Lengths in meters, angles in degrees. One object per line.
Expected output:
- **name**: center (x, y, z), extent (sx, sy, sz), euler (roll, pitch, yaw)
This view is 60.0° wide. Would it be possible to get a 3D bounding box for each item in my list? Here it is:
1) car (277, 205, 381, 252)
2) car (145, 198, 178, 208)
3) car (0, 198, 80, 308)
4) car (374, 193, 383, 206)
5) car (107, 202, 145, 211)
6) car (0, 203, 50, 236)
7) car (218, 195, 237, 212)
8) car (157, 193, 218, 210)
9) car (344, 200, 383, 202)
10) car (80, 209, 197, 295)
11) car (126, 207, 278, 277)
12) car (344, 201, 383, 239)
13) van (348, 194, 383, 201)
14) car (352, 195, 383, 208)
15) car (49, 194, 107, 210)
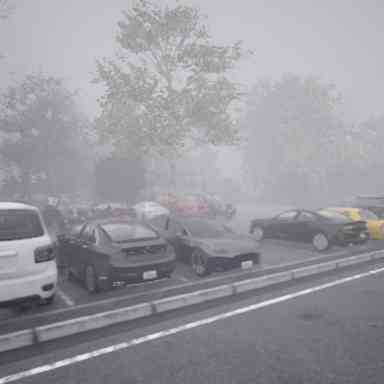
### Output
- **car**: center (4.572, 1.389, 13.720), extent (2.097, 1.535, 5.008), euler (0, 0, -36)
- **car**: center (-3.305, 1.432, 24.171), extent (2.002, 1.452, 4.674), euler (0, 0, -36)
- **car**: center (-4.571, 1.213, 7.226), extent (2.435, 2.045, 5.566), euler (-1, 0, -36)
- **car**: center (28.501, 1.087, 46.945), extent (2.185, 1.767, 4.553), euler (0, 0, -36)
- **car**: center (-5.468, 1.408, 22.621), extent (2.097, 1.535, 5.008), euler (0, 0, -36)
- **car**: center (-10.019, 1.474, 19.410), extent (2.163, 1.488, 4.792), euler (-1, 0, -36)
- **car**: center (1.240, 1.113, 27.387), extent (2.435, 2.045, 5.566), euler (0, 0, -36)
- **car**: center (-0.925, 1.125, 25.839), extent (2.435, 2.045, 5.566), euler (0, 0, -36)
- **car**: center (9.111, 1.392, 17.006), extent (2.163, 1.488, 4.792), euler (0, 0, -36)
- **car**: center (-2.267, 1.444, 8.833), extent (2.231, 1.521, 4.892), euler (-1, 0, -35)
- **car**: center (0.024, 1.453, 10.440), extent (2.163, 1.488, 4.792), euler (0, 0, -36)
- **car**: center (6.739, 1.372, 15.503), extent (1.946, 1.575, 5.366), euler (0, 0, -36)
- **van**: center (11.475, 1.124, 18.517), extent (1.878, 1.987, 4.442), euler (0, 0, -36)
- **car**: center (24.112, 1.235, 43.542), extent (1.946, 1.575, 5.366), euler (0, 0, -36)
- **car**: center (-7.723, 1.174, 20.981), extent (2.435, 2.045, 5.566), euler (-1, 0, -36)
